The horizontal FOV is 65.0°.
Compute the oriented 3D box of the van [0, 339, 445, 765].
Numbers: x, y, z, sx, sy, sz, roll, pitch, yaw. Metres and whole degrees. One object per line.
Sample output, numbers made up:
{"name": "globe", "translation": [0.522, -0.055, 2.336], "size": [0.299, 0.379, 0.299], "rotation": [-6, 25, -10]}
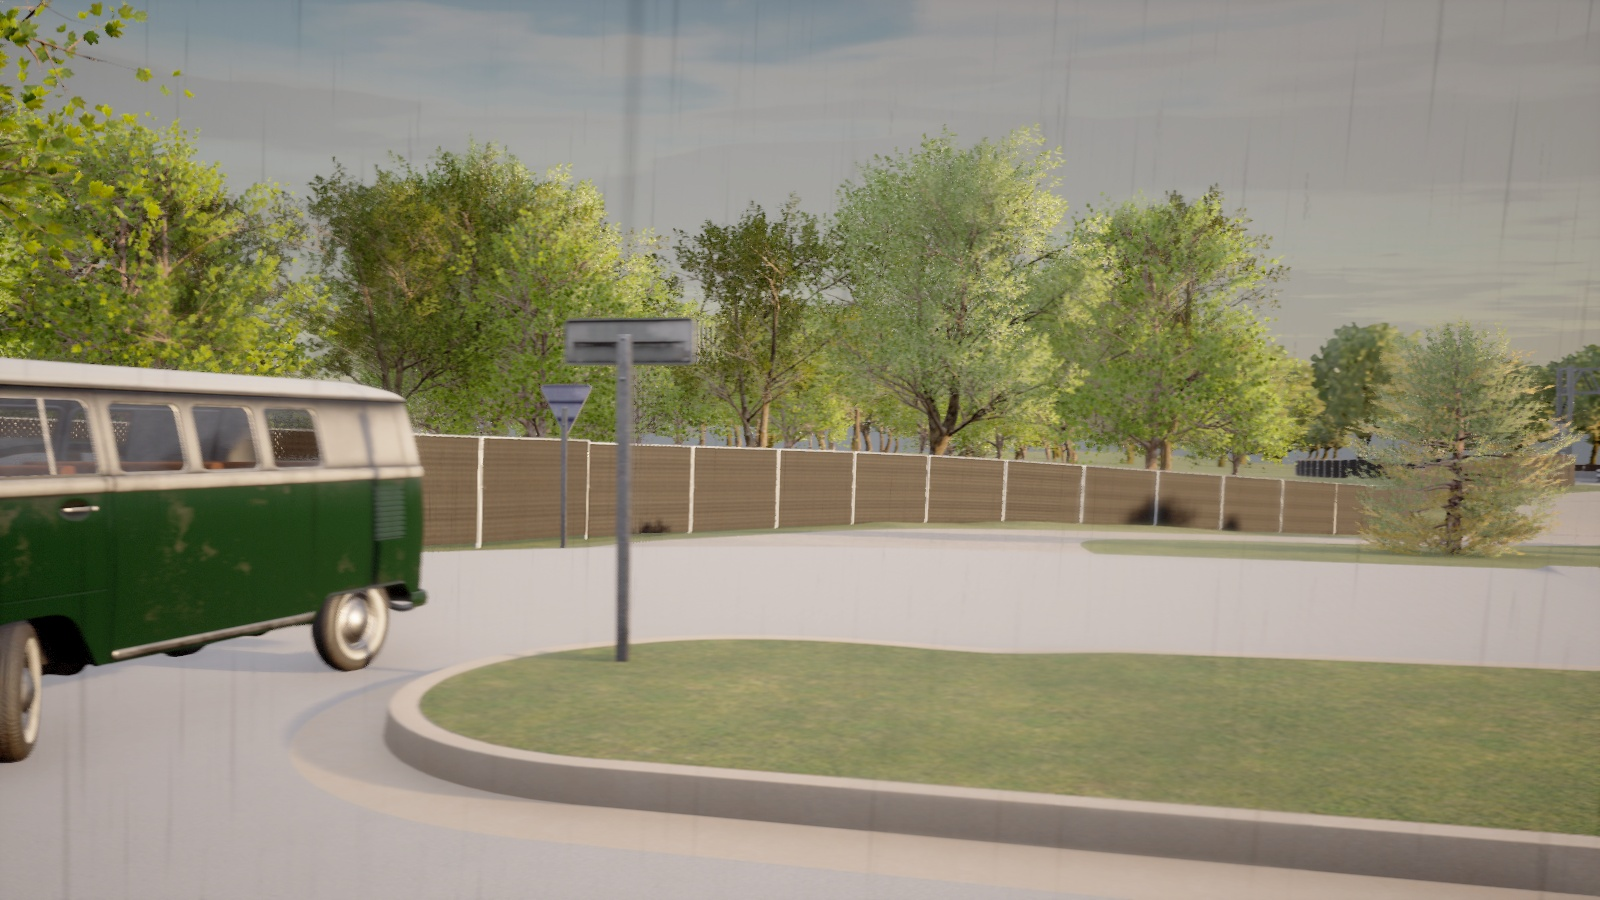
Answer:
{"name": "van", "translation": [-4.148, 0.460, 7.460], "size": [1.775, 1.987, 4.442], "rotation": [0, 0, 17]}
